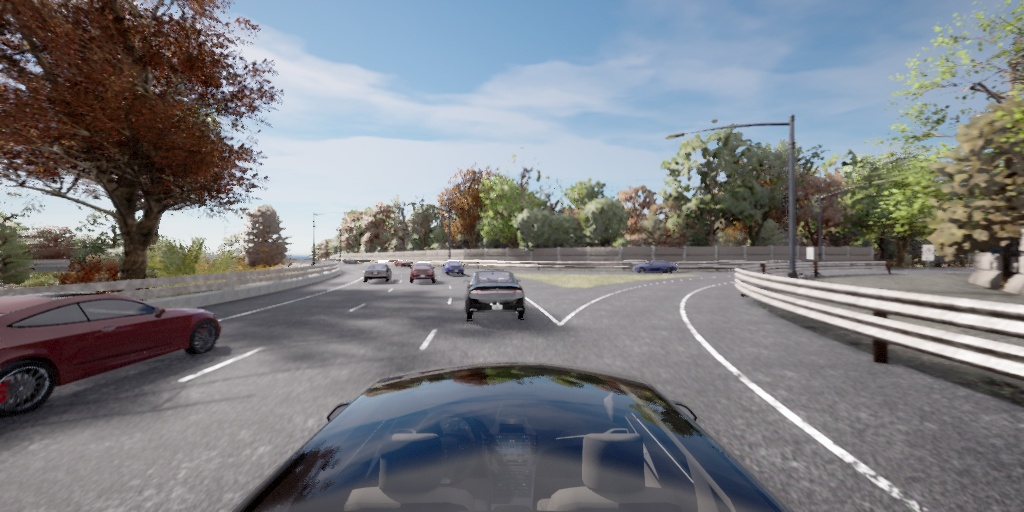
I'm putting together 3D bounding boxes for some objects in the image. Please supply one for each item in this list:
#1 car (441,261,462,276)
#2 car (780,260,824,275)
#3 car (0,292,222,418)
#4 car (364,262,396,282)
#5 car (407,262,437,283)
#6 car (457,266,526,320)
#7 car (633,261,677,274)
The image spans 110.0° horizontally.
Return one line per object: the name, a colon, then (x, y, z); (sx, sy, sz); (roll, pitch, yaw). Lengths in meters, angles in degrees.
car: (-6.295, 1.290, 37.971); (1.812, 1.442, 4.674); (0, 0, -19)
car: (29.107, 1.165, 36.048); (4.674, 1.442, 1.812); (0, 0, -22)
car: (-7.141, 1.300, 5.791); (1.812, 1.442, 4.674); (0, 0, -3)
car: (-10.850, 1.329, 29.190); (2.033, 1.411, 5.357); (0, 0, -15)
car: (-7.094, 1.295, 28.495); (1.812, 1.442, 4.674); (0, 0, -14)
car: (-0.673, 1.241, 12.601); (2.128, 1.511, 4.902); (0, 0, -6)
car: (16.021, 1.238, 40.330); (4.674, 1.442, 1.812); (0, 0, 7)
